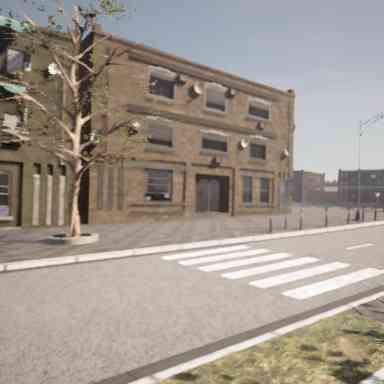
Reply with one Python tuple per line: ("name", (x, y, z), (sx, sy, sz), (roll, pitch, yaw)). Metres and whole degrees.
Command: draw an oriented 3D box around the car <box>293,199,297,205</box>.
("car", (23.051, 2.405, 78.610), (2.163, 1.488, 4.792), (1, -1, 43))
